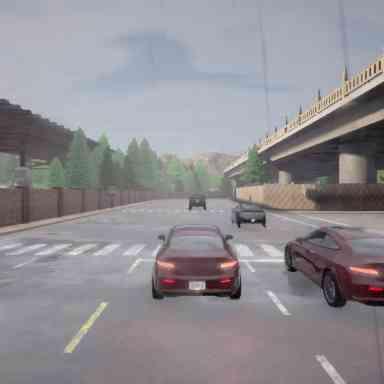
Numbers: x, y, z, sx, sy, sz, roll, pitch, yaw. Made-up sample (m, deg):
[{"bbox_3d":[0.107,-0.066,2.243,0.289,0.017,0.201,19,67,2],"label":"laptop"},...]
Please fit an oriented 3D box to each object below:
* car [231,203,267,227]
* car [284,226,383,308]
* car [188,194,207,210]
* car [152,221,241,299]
[{"bbox_3d":[3.747,1.492,22.477,2.128,1.511,4.902,0,0,1],"label":"car"},{"bbox_3d":[3.595,1.526,7.814,1.812,1.442,4.674,0,0,0],"label":"car"},{"bbox_3d":[0.713,1.221,42.915,2.150,2.045,5.566,0,0,1],"label":"car"},{"bbox_3d":[0.093,1.526,8.314,1.812,1.442,4.674,0,0,0],"label":"car"}]
